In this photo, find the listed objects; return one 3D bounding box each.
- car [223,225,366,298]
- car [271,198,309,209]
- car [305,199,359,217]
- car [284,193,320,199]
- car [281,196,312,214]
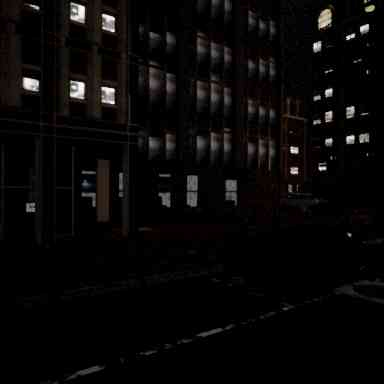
[{"bbox_3d":[2.782,1.566,8.542,4.313,1.339,1.947,0,0,-36],"label":"car"},{"bbox_3d":[12.968,1.494,44.430,1.752,1.417,4.829,0,0,-36],"label":"car"},{"bbox_3d":[12.860,1.530,30.204,1.802,1.307,4.206,0,0,-36],"label":"car"},{"bbox_3d":[12.191,1.173,35.583,2.150,2.045,5.566,0,0,-36],"label":"car"},{"bbox_3d":[9.659,1.463,34.667,1.752,1.417,4.829,0,0,-36],"label":"car"}]
